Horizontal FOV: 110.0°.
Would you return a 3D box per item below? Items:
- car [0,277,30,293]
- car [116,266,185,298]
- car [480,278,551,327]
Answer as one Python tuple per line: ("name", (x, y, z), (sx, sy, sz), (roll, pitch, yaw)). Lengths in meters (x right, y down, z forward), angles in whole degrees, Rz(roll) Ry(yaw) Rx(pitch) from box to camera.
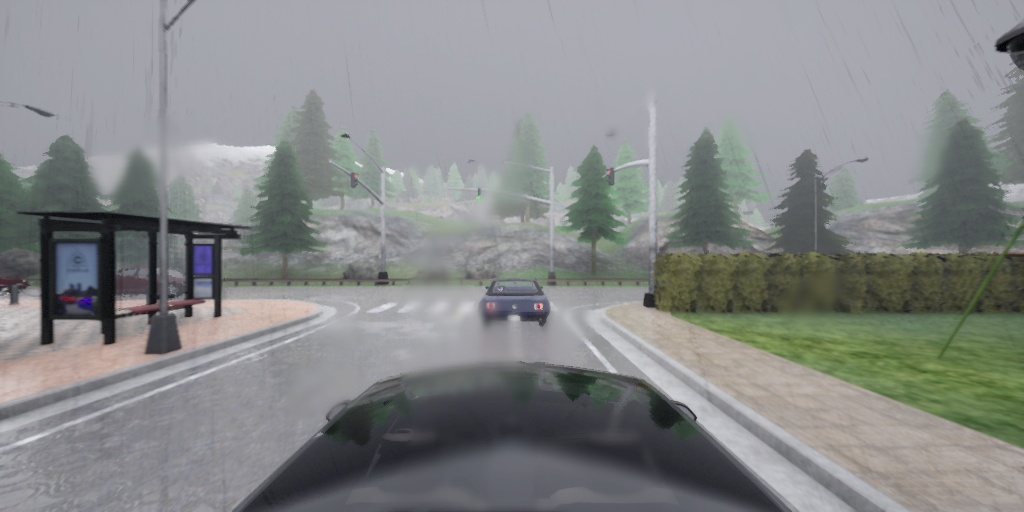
("car", (-27.668, 1.367, 18.075), (4.718, 1.301, 1.895), (0, 0, 1))
("car", (-17.782, 1.243, 17.993), (5.008, 1.535, 1.882), (0, 0, 0))
("car", (0.061, 1.351, 11.571), (1.895, 1.301, 4.718), (0, 0, -1))
